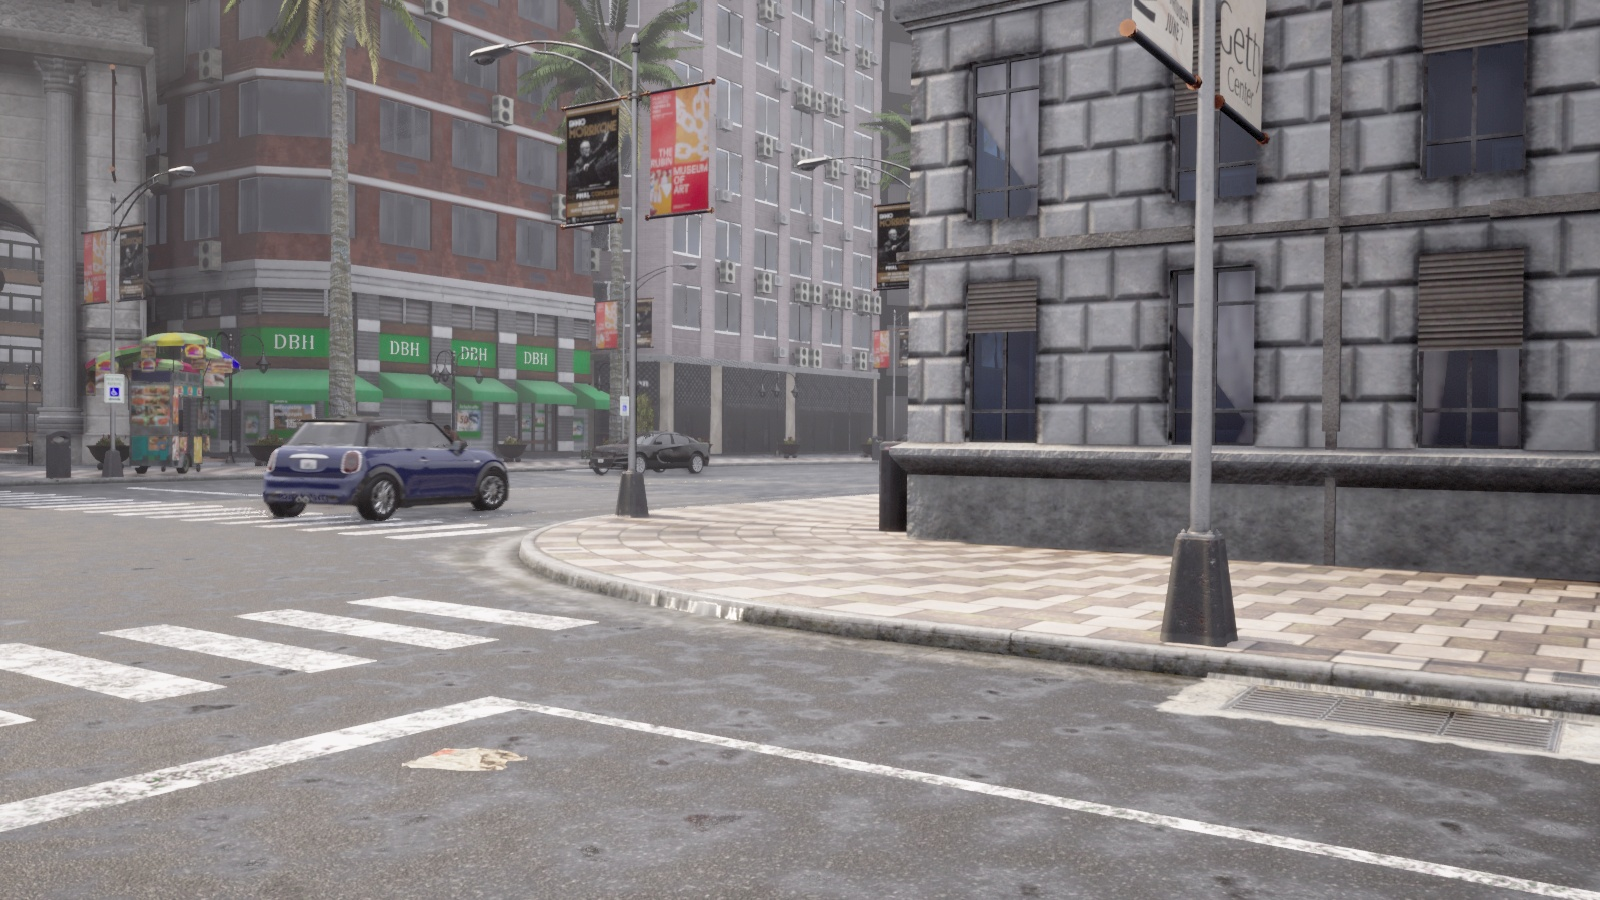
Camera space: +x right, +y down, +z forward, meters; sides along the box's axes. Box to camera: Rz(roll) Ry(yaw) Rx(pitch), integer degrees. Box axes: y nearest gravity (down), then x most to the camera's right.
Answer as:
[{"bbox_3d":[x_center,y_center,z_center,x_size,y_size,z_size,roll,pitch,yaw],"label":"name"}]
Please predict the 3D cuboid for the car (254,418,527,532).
[{"bbox_3d":[-6.949,0.354,21.885,2.097,1.767,4.553,0,1,21],"label":"car"}]

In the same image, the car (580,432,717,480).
[{"bbox_3d":[-5.189,0.160,43.637,1.882,1.535,5.008,0,1,34],"label":"car"}]
